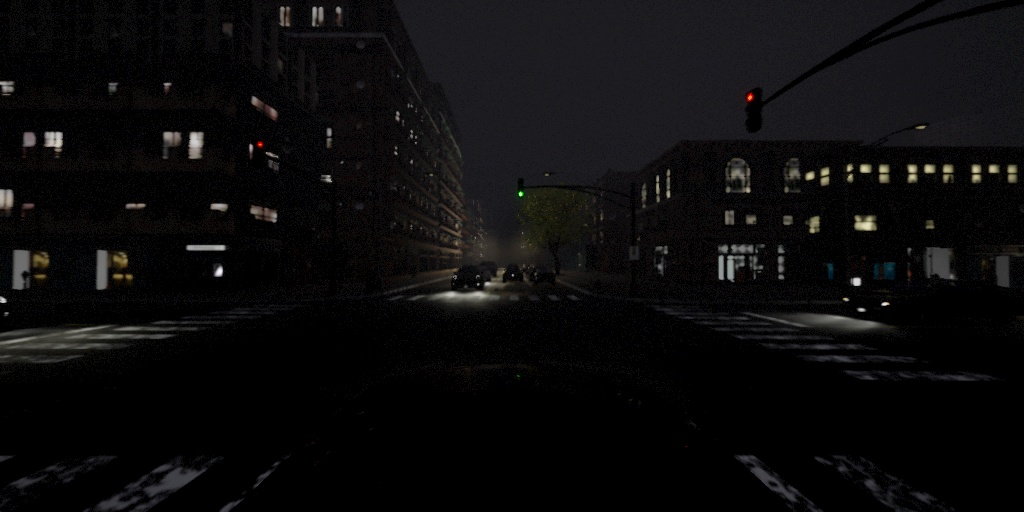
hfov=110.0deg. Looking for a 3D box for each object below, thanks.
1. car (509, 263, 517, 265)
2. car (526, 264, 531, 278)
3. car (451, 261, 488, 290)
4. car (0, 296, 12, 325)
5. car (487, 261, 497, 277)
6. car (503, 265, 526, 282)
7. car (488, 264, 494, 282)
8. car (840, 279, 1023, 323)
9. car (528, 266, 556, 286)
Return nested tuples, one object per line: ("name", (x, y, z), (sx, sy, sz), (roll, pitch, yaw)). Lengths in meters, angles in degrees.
("car", (0.093, 2.031, 60.267), (2.097, 1.767, 4.553), (0, -1, 0))
("car", (2.688, 1.725, 36.118), (1.967, 1.591, 4.097), (0, 0, 0))
("car", (-3.074, 1.473, 25.893), (2.097, 1.767, 4.553), (0, -1, -1))
("car", (-16.236, 1.163, 9.270), (4.553, 1.767, 2.097), (0, -1, 1))
("car", (-3.094, 1.679, 46.822), (2.150, 2.045, 5.566), (0, -1, 1))
("car", (0.092, 1.852, 36.323), (1.994, 1.385, 4.181), (0, -1, 0))
("car", (-3.101, 1.812, 36.188), (1.812, 1.442, 4.674), (0, -1, 0))
("car", (15.023, 1.531, 12.733), (5.357, 1.411, 2.033), (0, -1, 0))
("car", (2.688, 1.744, 30.421), (2.007, 1.370, 4.403), (0, 0, 0))
